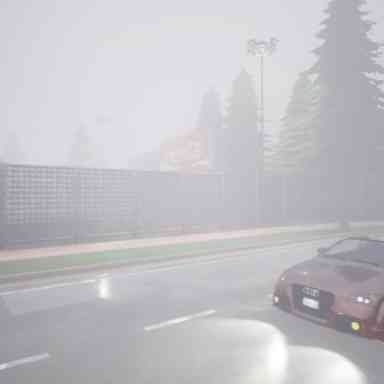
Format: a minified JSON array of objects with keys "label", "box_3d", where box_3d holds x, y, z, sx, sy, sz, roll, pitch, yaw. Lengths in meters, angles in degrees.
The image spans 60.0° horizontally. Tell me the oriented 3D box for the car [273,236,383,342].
[{"label":"car","box_3d":[3.522,1.585,6.412,4.181,1.385,1.994,0,0,-35]}]
